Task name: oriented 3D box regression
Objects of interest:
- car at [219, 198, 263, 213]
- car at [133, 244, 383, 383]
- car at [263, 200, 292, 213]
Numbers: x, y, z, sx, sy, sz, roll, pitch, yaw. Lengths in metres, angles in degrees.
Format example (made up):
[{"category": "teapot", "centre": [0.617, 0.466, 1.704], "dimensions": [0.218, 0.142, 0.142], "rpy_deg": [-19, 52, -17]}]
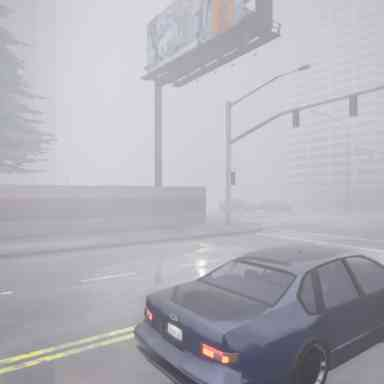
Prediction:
[{"category": "car", "centre": [5.092, 1.462, 36.865], "dimensions": [1.882, 1.535, 5.008], "rpy_deg": [0, 0, -35]}, {"category": "car", "centre": [1.832, 1.545, 5.069], "dimensions": [5.357, 1.411, 2.033], "rpy_deg": [0, 0, -37]}, {"category": "car", "centre": [9.136, 1.546, 37.466], "dimensions": [1.994, 1.385, 4.181], "rpy_deg": [0, 0, -35]}]
